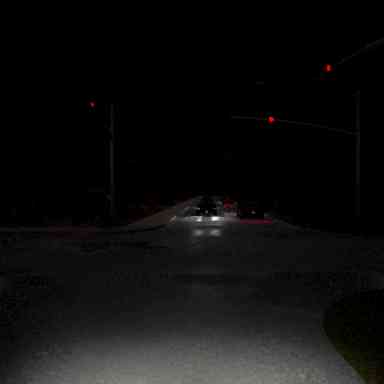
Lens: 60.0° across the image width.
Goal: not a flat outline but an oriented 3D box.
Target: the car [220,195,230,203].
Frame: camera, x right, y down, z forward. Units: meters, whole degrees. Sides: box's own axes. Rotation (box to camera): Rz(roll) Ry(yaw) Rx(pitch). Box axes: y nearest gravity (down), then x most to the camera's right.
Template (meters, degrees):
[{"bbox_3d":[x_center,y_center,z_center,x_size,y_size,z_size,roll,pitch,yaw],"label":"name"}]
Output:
[{"bbox_3d":[6.824,1.410,69.014,1.837,1.490,4.892,0,0,3],"label":"car"}]

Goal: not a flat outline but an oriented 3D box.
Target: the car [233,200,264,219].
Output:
[{"bbox_3d":[4.837,1.418,28.029,1.882,1.535,5.008,0,0,3],"label":"car"}]

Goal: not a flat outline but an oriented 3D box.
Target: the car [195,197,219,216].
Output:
[{"bbox_3d":[1.401,1.463,31.525,1.812,1.442,4.674,0,0,3],"label":"car"}]

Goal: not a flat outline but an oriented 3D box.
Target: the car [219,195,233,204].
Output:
[{"bbox_3d":[6.341,1.514,59.053,1.895,1.301,4.718,0,0,3],"label":"car"}]
